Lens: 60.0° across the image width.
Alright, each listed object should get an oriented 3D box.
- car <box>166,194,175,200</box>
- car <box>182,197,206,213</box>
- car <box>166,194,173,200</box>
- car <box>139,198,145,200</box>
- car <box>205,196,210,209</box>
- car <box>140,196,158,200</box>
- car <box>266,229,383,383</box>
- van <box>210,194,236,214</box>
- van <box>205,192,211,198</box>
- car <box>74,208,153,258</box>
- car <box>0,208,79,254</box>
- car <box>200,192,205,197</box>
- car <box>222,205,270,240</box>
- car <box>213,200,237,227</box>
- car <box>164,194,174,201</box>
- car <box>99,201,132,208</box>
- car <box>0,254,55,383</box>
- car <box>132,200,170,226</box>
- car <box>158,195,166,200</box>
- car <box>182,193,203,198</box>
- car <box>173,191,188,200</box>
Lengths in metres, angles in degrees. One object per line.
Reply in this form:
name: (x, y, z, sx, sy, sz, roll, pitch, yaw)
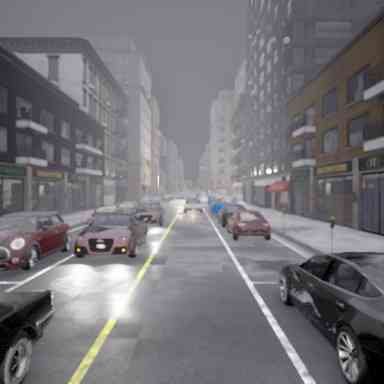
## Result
car: (-5.303, 1.225, 82.222, 1.947, 1.339, 4.313, 0, 0, 0)
car: (0.140, 1.442, 34.372, 1.895, 1.301, 4.718, 0, 0, 0)
car: (-5.320, 1.304, 65.689, 1.802, 1.307, 4.206, 0, 0, 0)
car: (-5.360, 1.421, 27.113, 2.008, 1.369, 4.403, 0, 0, 0)
car: (2.670, 1.399, 32.615, 2.008, 1.369, 4.403, 0, 0, 0)
car: (-5.349, 1.265, 38.133, 1.967, 1.590, 4.097, 0, 0, 0)
car: (2.642, 1.540, 5.061, 1.947, 1.339, 4.313, 0, 0, 0)
van: (2.665, 1.212, 27.103, 1.690, 1.788, 3.998, 0, 0, 0)
van: (2.676, 1.168, 38.125, 1.690, 1.788, 3.998, 0, 0, 0)
car: (-2.834, 1.501, 12.413, 1.994, 1.385, 4.181, 0, 0, 1)
car: (-5.377, 1.386, 10.580, 1.967, 1.590, 4.097, 0, 0, 0)
car: (2.288, 1.274, 59.029, 1.812, 1.442, 4.674, 0, 0, 0)
car: (2.653, 1.502, 16.084, 1.802, 1.307, 4.206, 0, 0, 0)
car: (2.659, 1.461, 21.594, 1.947, 1.339, 4.313, 0, 0, 0)
car: (-5.309, 1.225, 76.711, 1.887, 1.381, 4.507, 0, 0, 0)
car: (-5.366, 1.476, 21.602, 1.802, 1.307, 4.206, 0, 0, 0)
car: (-2.848, 1.588, 2.405, 1.895, 1.301, 4.718, 0, 0, 0)
car: (-2.817, 1.455, 22.372, 1.994, 1.385, 4.181, 0, 0, 0)
car: (-5.338, 1.335, 49.155, 2.008, 1.369, 4.403, 0, 0, 0)
car: (0.095, 1.282, 47.290, 2.128, 1.511, 4.902, 0, 0, 1)
car: (-2.672, 0.979, 75.184, 2.097, 1.767, 4.553, 0, 0, 0)
